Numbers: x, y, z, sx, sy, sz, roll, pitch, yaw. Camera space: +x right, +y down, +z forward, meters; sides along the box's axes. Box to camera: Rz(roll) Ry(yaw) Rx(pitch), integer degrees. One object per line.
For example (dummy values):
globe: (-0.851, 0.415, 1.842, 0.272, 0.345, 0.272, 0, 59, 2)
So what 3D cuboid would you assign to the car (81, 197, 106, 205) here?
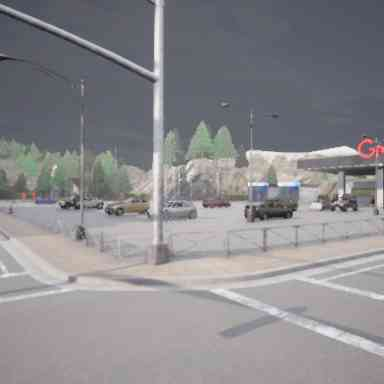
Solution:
car: (-17.996, 1.621, 60.820, 3.806, 1.475, 1.970, 0, 0, -36)

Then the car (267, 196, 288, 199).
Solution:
car: (10.412, 1.412, 38.818, 4.605, 1.855, 1.932, 0, 0, -36)

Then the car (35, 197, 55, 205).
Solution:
car: (-25.761, 1.562, 58.912, 3.633, 1.501, 1.845, 0, 0, -36)

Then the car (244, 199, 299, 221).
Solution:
car: (6.329, 1.551, 27.339, 4.514, 1.523, 2.007, 0, 0, -36)

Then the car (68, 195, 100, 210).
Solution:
car: (-13.001, 1.274, 41.619, 3.866, 1.878, 1.905, 0, 0, -36)

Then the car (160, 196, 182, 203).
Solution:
car: (-4.621, 1.696, 74.106, 4.514, 1.523, 2.007, 0, 0, -36)

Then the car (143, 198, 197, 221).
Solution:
car: (-1.533, 1.438, 26.203, 3.806, 1.475, 1.970, 0, 0, -36)

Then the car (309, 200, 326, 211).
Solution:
car: (17.276, 1.731, 43.794, 3.806, 1.475, 1.970, 0, 0, -36)

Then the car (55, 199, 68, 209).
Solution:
car: (-15.031, 1.291, 43.739, 4.605, 1.855, 1.932, 0, 0, -36)

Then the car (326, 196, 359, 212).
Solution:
car: (18.720, 1.444, 40.738, 3.866, 1.878, 1.905, 0, 0, -36)

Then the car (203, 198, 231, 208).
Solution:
car: (3.723, 1.613, 49.350, 4.514, 1.523, 2.007, 0, 0, -36)

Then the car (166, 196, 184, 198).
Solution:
car: (-2.072, 1.632, 57.491, 3.633, 1.501, 1.845, 0, 0, -36)

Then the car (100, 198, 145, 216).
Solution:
car: (-5.538, 1.355, 31.227, 5.027, 1.636, 2.152, 0, 0, -36)

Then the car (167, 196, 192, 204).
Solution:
car: (-2.749, 1.688, 71.589, 5.027, 1.636, 2.152, 0, 0, -36)
